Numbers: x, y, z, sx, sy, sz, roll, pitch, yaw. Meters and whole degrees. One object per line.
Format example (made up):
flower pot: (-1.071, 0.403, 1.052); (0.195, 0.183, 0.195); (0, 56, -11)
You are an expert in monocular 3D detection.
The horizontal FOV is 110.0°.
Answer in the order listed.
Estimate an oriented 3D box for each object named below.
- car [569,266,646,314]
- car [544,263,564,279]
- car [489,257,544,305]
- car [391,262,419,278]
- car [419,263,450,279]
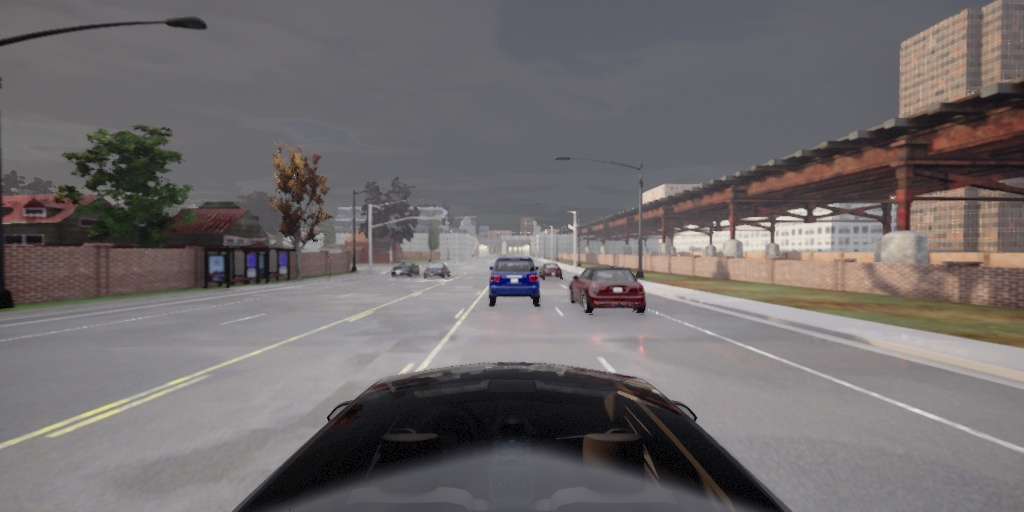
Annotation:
car: (3.600, 1.182, 14.322); (2.097, 1.767, 4.553); (0, 0, 0)
car: (3.602, 1.377, 33.474); (1.812, 1.442, 4.674); (0, 0, 0)
car: (0.100, 1.067, 16.889); (2.150, 2.045, 5.566); (0, 0, 0)
car: (-10.544, 1.338, 35.764); (2.128, 1.511, 4.902); (0, 0, 1)
car: (-7.057, 1.371, 33.937); (1.812, 1.442, 4.674); (0, 0, 0)
